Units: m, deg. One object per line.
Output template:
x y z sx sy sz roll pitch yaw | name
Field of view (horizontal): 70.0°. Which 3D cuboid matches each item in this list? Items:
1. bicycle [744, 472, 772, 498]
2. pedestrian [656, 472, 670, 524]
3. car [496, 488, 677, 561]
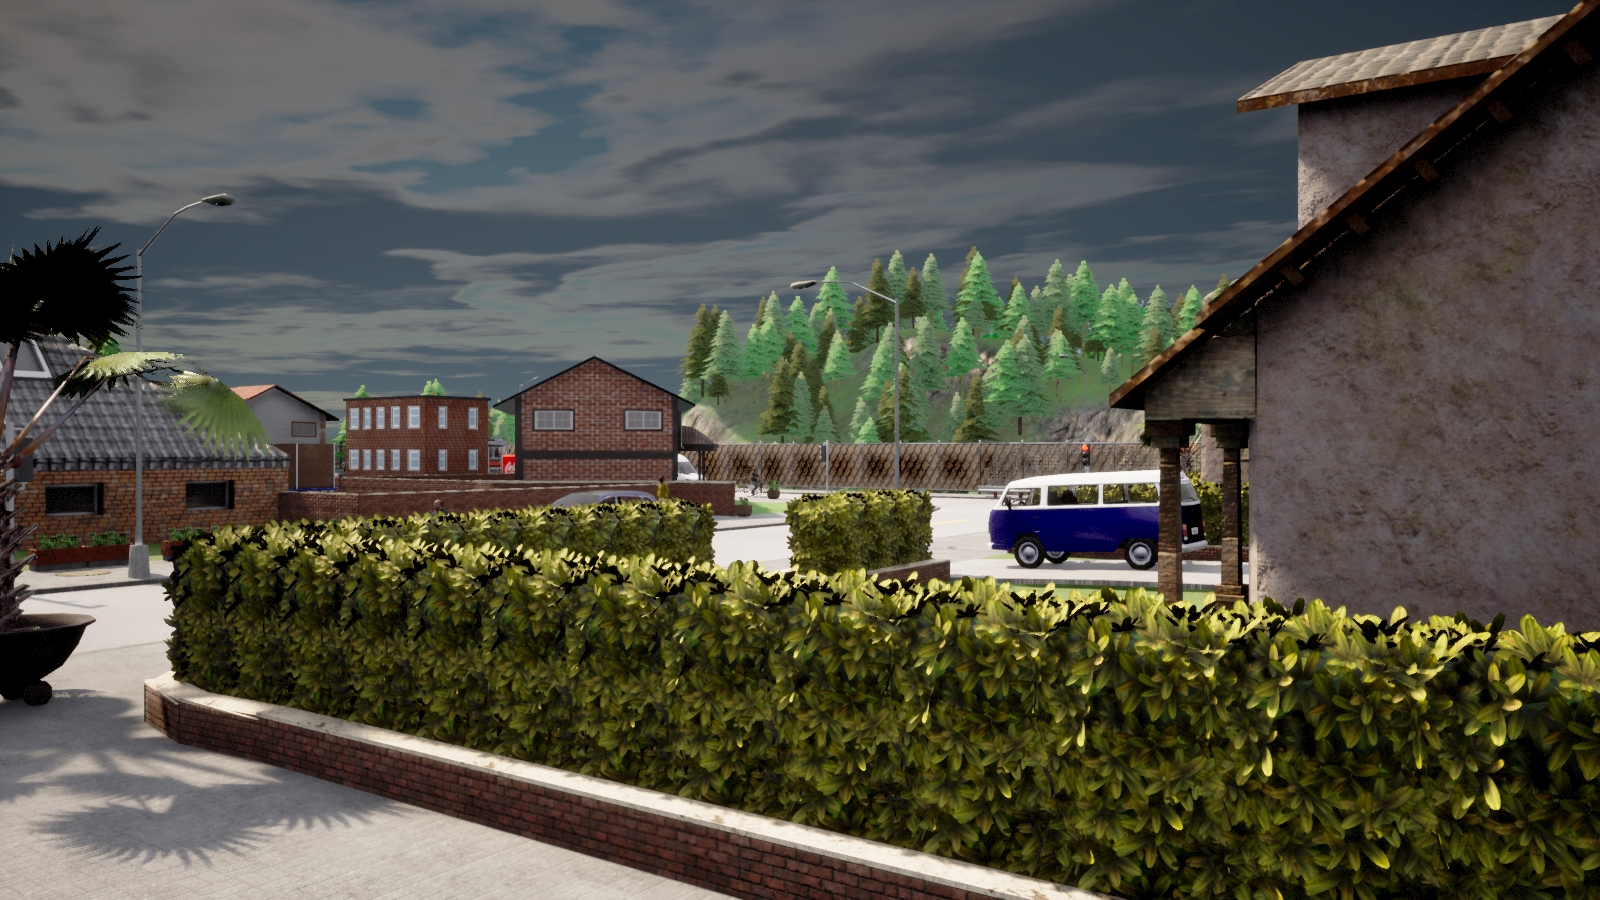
-2.464 2.044 66.603 1.835 1.471 0.329 0 0 35 | bicycle
-4.948 1.732 41.304 0.375 1.860 0.375 0 0 29 | pedestrian
-5.755 1.957 31.297 2.242 1.667 4.611 0 0 35 | car
